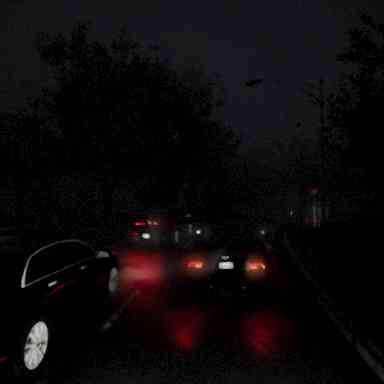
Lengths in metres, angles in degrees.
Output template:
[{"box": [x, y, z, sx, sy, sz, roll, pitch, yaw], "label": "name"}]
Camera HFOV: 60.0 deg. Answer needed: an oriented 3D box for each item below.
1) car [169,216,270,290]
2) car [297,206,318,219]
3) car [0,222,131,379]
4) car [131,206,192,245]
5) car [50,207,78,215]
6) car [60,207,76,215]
[{"box": [0.994, 1.424, 8.878, 2.033, 1.411, 5.357, 0, 1, 8], "label": "car"}, {"box": [14.079, 2.480, 40.486, 2.128, 1.511, 4.902, 0, -3, 9], "label": "car"}, {"box": [-2.643, 1.446, 5.475, 1.837, 1.490, 4.892, 0, 1, 5], "label": "car"}, {"box": [-1.227, 1.371, 14.557, 1.837, 1.490, 4.892, -1, 0, 11], "label": "car"}, {"box": [-23.022, 3.484, 59.819, 4.181, 1.385, 1.994, 2, -4, -40], "label": "car"}, {"box": [-22.350, 3.220, 56.159, 5.008, 1.535, 1.882, 3, -4, -44], "label": "car"}]
